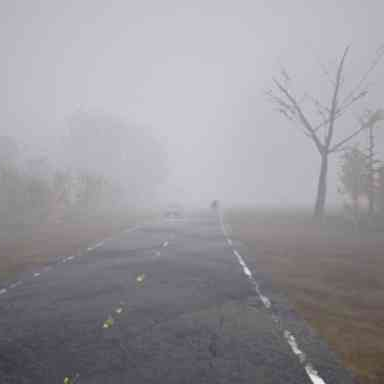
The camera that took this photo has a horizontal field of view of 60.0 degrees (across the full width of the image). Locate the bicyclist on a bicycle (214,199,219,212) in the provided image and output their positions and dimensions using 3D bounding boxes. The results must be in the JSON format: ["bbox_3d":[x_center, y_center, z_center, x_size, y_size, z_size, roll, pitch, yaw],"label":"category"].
[{"bbox_3d":[3.249,1.791,44.347,0.659,1.776,1.843,0,0,6],"label":"bicyclist on a bicycle"}]

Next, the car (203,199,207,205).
[{"bbox_3d":[3.652,2.198,74.625,2.128,1.511,4.902,0,-1,10],"label":"car"}]

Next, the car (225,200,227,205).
[{"bbox_3d":[6.521,2.263,73.617,1.994,1.385,4.181,0,-1,10],"label":"car"}]

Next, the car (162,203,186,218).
[{"bbox_3d":[-1.694,1.861,33.699,2.033,1.411,5.357,0,-1,5],"label":"car"}]

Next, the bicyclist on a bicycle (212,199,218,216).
[{"bbox_3d":[2.374,1.702,35.181,0.659,1.776,1.843,0,0,5],"label":"bicyclist on a bicycle"}]

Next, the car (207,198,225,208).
[{"bbox_3d":[4.142,2.115,57.670,1.994,1.385,4.181,0,-1,8],"label":"car"}]
